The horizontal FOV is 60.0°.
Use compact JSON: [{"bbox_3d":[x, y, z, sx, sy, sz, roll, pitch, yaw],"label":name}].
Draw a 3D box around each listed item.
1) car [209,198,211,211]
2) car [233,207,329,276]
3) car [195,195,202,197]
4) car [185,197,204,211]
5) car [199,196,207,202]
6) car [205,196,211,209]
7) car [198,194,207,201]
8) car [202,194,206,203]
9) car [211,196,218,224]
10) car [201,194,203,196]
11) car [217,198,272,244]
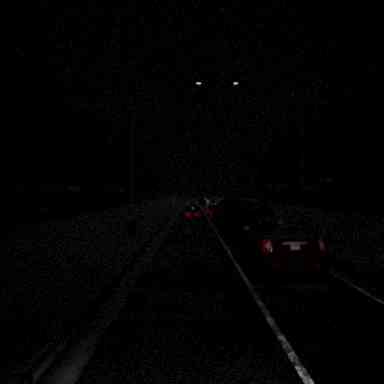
[{"bbox_3d":[2.633,1.443,26.608,1.967,1.590,4.097,0,0,0],"label":"car"},{"bbox_3d":[2.632,1.440,10.401,1.967,1.590,4.097,0,0,0],"label":"car"},{"bbox_3d":[0.100,1.592,50.198,1.994,1.385,4.181,0,0,0],"label":"car"},{"bbox_3d":[0.112,1.615,41.135,1.895,1.301,4.718,0,0,0],"label":"car"},{"bbox_3d":[2.636,1.668,80.631,1.947,1.339,4.313,-1,0,0],"label":"car"},{"bbox_3d":[3.030,1.476,41.791,1.801,1.575,5.366,0,0,0],"label":"car"},{"bbox_3d":[2.633,1.434,86.035,2.192,1.841,5.009,-1,0,0],"label":"car"},{"bbox_3d":[2.993,1.384,48.571,2.097,1.767,4.553,0,0,0],"label":"car"},{"bbox_3d":[2.632,1.316,21.206,2.192,1.841,5.009,0,0,0],"label":"car"},{"bbox_3d":[2.635,1.641,64.424,1.802,1.307,4.206,-1,0,0],"label":"car"},{"bbox_3d":[2.632,1.315,15.803,2.192,1.841,5.009,0,0,0],"label":"car"}]
